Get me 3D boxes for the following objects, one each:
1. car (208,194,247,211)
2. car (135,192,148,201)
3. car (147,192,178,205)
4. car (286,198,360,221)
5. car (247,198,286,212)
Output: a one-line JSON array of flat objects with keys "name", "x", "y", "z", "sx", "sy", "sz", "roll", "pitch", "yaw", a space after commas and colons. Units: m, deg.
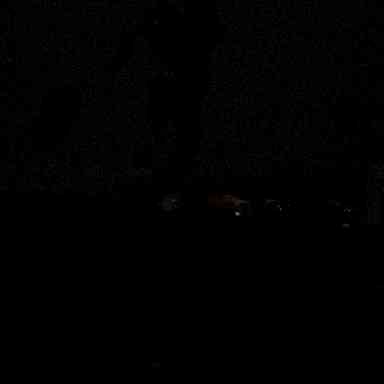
[{"name": "car", "x": 3.664, "y": 1.035, "z": 33.856, "sx": 1.882, "sy": 1.535, "sz": 5.008, "roll": 1, "pitch": 1, "yaw": -36}, {"name": "car", "x": -7.481, "y": 0.725, "z": 54.458, "sx": 2.033, "sy": 1.411, "sz": 5.357, "roll": 1, "pitch": 1, "yaw": -35}, {"name": "car", "x": -3.675, "y": 0.862, "z": 44.145, "sx": 1.812, "sy": 1.442, "sz": 4.674, "roll": 1, "pitch": 1, "yaw": -35}, {"name": "car", "x": 9.968, "y": 1.228, "z": 25.031, "sx": 1.882, "sy": 1.535, "sz": 5.008, "roll": 1, "pitch": 0, "yaw": -36}, {"name": "car", "x": 8.058, "y": 1.245, "z": 32.823, "sx": 1.895, "sy": 1.301, "sz": 4.718, "roll": 1, "pitch": 1, "yaw": -36}]
